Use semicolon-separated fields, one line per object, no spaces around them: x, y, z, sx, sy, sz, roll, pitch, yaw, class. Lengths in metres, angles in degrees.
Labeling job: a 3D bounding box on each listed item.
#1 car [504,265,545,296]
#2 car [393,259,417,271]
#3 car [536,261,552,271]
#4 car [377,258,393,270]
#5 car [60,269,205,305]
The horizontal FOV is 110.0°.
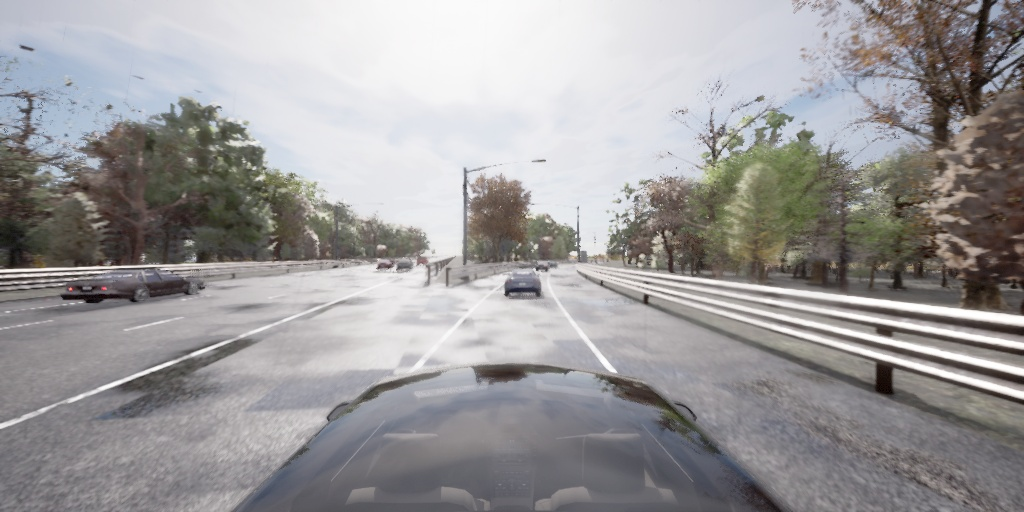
0.656;1.422;20.313;1.994;1.385;4.181;0;0;3;car
-14.416;1.256;48.658;1.837;1.490;4.892;0;-1;-9;car
4.657;1.587;54.976;1.812;1.442;4.674;0;-1;10;car
-18.618;1.282;52.936;1.812;1.442;4.674;0;0;-9;car
-16.485;1.276;16.067;2.033;1.411;5.357;0;0;-9;car
